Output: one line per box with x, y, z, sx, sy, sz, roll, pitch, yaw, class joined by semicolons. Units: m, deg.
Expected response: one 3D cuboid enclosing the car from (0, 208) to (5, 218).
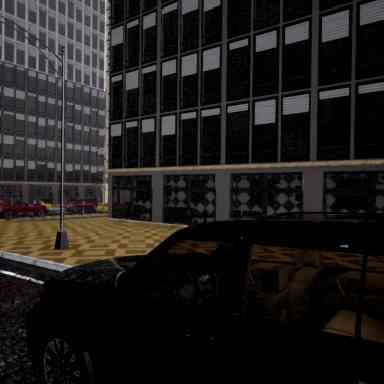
-7.263;1.348;8.895;4.553;1.767;2.097;0;0;36;car

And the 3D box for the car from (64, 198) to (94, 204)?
-14.423;1.555;42.979;2.097;1.767;4.553;1;0;37;car

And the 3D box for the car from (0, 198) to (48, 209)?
-16.096;1.519;31.041;2.192;1.841;5.009;1;0;37;car

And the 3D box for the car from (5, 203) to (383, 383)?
0.717;1.221;3.172;5.566;2.045;2.150;0;0;36;car

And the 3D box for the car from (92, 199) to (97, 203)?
-9.268;1.829;40.230;1.752;1.417;4.829;1;0;37;car

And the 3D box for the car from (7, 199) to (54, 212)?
-19.563;1.642;40.428;1.752;1.417;4.829;1;0;37;car
